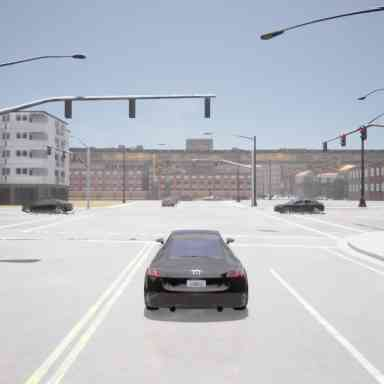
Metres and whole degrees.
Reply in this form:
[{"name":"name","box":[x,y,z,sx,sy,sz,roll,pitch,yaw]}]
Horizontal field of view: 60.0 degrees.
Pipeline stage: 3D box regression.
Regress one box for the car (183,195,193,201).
[{"name":"car","box":[-1.190,1.500,81.232,1.837,1.490,4.892,0,0,23]}]

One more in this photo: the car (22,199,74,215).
[{"name":"car","box":[-14.730,1.476,34.024,5.008,1.535,1.882,0,0,1]}]

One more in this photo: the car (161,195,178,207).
[{"name":"car","box":[-3.637,1.526,51.769,1.812,1.442,4.674,0,0,0]}]

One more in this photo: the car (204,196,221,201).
[{"name":"car","box":[5.281,1.595,84.765,1.895,1.301,4.718,0,0,43]}]

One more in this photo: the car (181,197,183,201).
[{"name":"car","box":[-3.559,1.500,71.062,1.837,1.490,4.892,0,0,0]}]

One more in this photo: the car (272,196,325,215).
[{"name":"car","box":[10.530,1.443,32.833,4.892,1.490,1.837,0,0,-1]}]

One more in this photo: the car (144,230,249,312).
[{"name":"car","box":[0.077,1.564,7.792,1.994,1.385,4.181,0,0,0]}]

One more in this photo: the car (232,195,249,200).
[{"name":"car","box":[13.317,1.524,90.699,4.902,1.511,2.128,0,0,-24]}]

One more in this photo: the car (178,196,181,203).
[{"name":"car","box":[-3.634,1.491,60.909,2.128,1.511,4.902,0,0,0]}]
